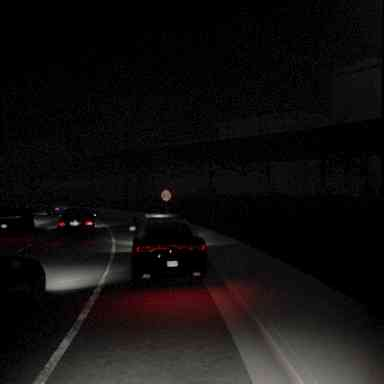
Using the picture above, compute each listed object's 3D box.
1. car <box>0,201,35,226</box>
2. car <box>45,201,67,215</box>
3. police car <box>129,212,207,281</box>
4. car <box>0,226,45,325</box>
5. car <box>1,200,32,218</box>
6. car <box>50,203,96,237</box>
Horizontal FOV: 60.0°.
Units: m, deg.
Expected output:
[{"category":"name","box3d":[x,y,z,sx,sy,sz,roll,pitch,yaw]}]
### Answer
[{"category":"car","box3d":[-10.414,1.537,19.377,2.128,1.511,4.902,0,0,-19]},{"category":"car","box3d":[-13.252,1.607,33.071,2.033,1.411,5.357,-1,0,-33]},{"category":"police car","box3d":[-0.852,1.422,10.087,1.930,1.638,5.238,0,0,-9]},{"category":"car","box3d":[-3.769,1.529,4.940,1.812,1.442,4.674,0,0,-5]},{"category":"car","box3d":[-17.480,1.596,33.047,2.128,1.511,4.902,-1,0,-35]},{"category":"car","box3d":[-6.316,1.567,18.258,2.033,1.411,5.357,0,0,-18]}]
